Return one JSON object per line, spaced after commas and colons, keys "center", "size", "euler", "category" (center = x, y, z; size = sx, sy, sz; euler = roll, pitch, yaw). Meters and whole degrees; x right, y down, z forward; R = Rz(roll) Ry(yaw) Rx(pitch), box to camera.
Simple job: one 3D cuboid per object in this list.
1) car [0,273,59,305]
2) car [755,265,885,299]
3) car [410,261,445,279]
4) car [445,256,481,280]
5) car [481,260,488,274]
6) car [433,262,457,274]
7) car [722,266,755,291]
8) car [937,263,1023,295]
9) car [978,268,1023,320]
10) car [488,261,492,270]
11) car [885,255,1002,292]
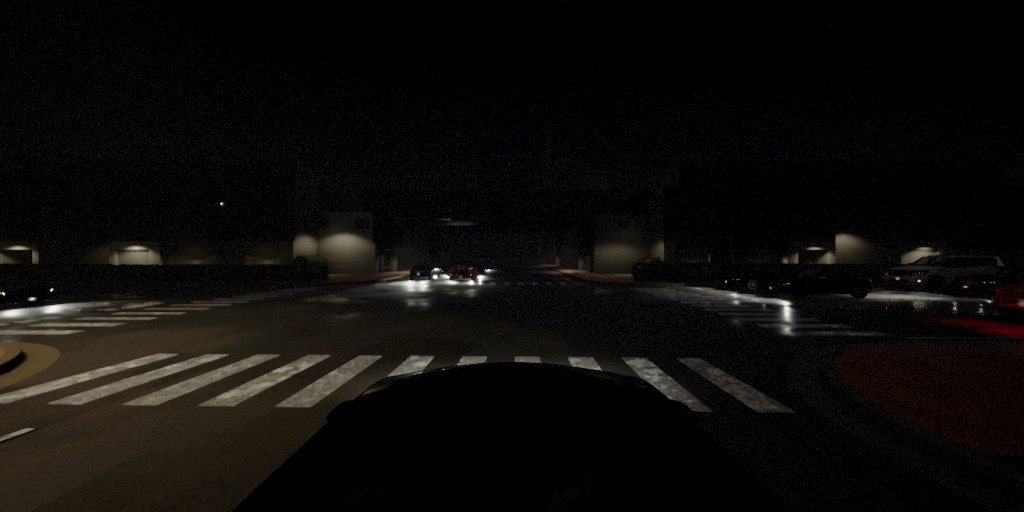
{"center": [-21.547, 1.308, 14.149], "size": [5.357, 1.411, 2.033], "euler": [0, 0, 1], "category": "car"}
{"center": [14.959, 1.285, 17.582], "size": [4.674, 1.442, 1.812], "euler": [0, 0, -2], "category": "car"}
{"center": [-7.716, 1.243, 32.281], "size": [2.128, 1.511, 4.902], "euler": [0, 0, 2], "category": "car"}
{"center": [-4.172, 1.103, 31.340], "size": [2.097, 1.767, 4.553], "euler": [0, 0, 0], "category": "car"}
{"center": [-4.148, 1.348, 40.803], "size": [1.895, 1.301, 4.718], "euler": [0, 0, 0], "category": "car"}
{"center": [-7.647, 1.348, 41.548], "size": [1.895, 1.301, 4.718], "euler": [0, 0, 0], "category": "car"}
{"center": [15.038, 1.262, 21.130], "size": [4.892, 1.490, 1.837], "euler": [0, 0, 0], "category": "car"}
{"center": [24.735, 1.251, 17.624], "size": [4.902, 1.511, 2.128], "euler": [0, 0, 0], "category": "car"}
{"center": [17.420, 1.240, 10.465], "size": [5.008, 1.535, 1.882], "euler": [0, 0, 0], "category": "car"}
{"center": [-4.083, 1.305, 53.499], "size": [1.994, 1.385, 4.181], "euler": [0, 0, 1], "category": "car"}
{"center": [25.475, 0.980, 21.118], "size": [5.566, 2.045, 2.150], "euler": [0, 0, 0], "category": "car"}
